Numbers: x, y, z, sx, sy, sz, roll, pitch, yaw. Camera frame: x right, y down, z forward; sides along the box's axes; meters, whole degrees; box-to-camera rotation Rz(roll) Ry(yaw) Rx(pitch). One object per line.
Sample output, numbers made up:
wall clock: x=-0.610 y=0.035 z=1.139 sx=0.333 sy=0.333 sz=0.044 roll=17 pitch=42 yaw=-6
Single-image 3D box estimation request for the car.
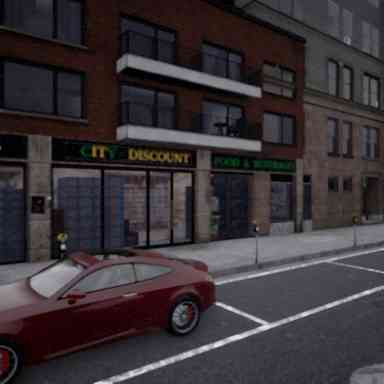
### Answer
car: x=-1.512 y=1.581 z=5.111 sx=4.206 sy=1.307 sz=1.802 roll=0 pitch=0 yaw=-35
